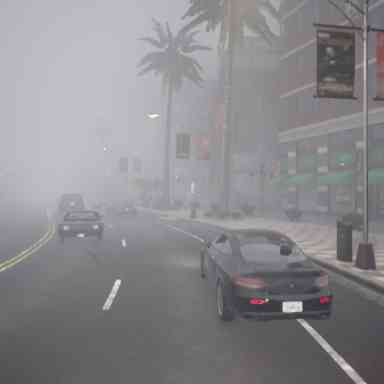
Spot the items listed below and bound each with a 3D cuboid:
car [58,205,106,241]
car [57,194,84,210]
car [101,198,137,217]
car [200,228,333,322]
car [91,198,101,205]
[{"bbox_3d":[-5.426,1.568,16.509,1.895,1.301,4.718,0,0,-16],"label":"car"},{"bbox_3d":[-11.535,1.161,31.586,2.150,2.045,5.566,0,0,-23],"label":"car"},{"bbox_3d":[-6.604,1.505,30.615,1.994,1.385,4.181,0,0,-30],"label":"car"},{"bbox_3d":[1.271,1.512,7.162,1.812,1.442,4.674,0,0,-5],"label":"car"},{"bbox_3d":[-10.561,1.452,38.411,1.812,1.442,4.674,0,0,-24],"label":"car"}]
